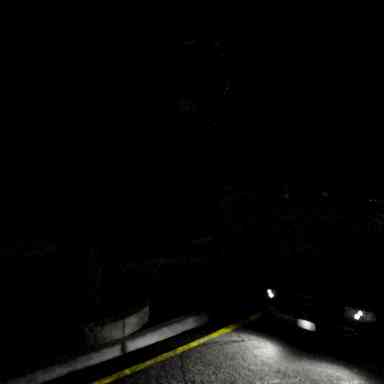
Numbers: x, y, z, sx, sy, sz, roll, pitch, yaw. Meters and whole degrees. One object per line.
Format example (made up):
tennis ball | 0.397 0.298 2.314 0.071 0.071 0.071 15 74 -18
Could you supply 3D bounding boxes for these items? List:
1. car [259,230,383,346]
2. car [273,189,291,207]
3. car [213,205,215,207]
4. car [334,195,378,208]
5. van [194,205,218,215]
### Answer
car | 3.576 1.525 6.712 5.357 1.411 2.033 -1 0 -44
car | 8.487 0.676 36.976 5.566 2.045 2.435 0 -1 -31
car | 3.787 3.279 60.496 4.674 1.452 2.002 2 -7 -31
car | 17.771 0.981 36.375 2.033 1.411 5.357 1 -2 -9
van | 2.778 3.637 66.500 4.442 1.987 1.878 2 -7 -30
